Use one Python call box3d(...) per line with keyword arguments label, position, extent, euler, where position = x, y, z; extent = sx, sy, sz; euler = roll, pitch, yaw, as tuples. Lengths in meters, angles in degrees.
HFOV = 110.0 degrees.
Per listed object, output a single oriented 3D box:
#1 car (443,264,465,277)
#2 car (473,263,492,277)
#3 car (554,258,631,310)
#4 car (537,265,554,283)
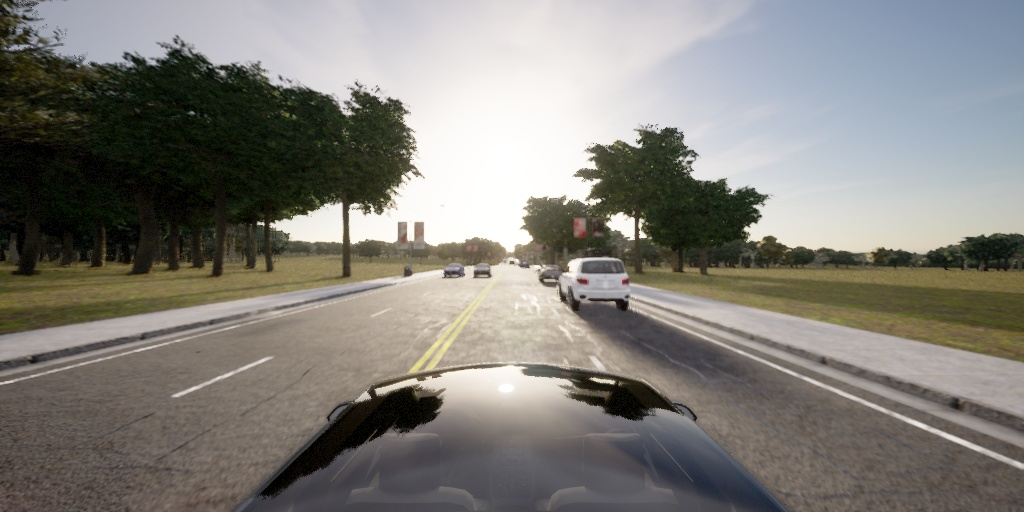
box3d(label="car", position=(-6.584, 1.605, 41.170), extent=(1.882, 1.535, 5.008), euler=(0, -1, 0))
box3d(label="car", position=(-3.334, 1.605, 41.169), extent=(1.882, 1.535, 5.008), euler=(0, -1, 0))
box3d(label="car", position=(3.351, 1.099, 15.509), extent=(2.150, 2.045, 5.566), euler=(0, 0, 0))
box3d(label="car", position=(3.350, 1.526, 31.965), extent=(2.128, 1.511, 4.902), euler=(0, -1, 0))
